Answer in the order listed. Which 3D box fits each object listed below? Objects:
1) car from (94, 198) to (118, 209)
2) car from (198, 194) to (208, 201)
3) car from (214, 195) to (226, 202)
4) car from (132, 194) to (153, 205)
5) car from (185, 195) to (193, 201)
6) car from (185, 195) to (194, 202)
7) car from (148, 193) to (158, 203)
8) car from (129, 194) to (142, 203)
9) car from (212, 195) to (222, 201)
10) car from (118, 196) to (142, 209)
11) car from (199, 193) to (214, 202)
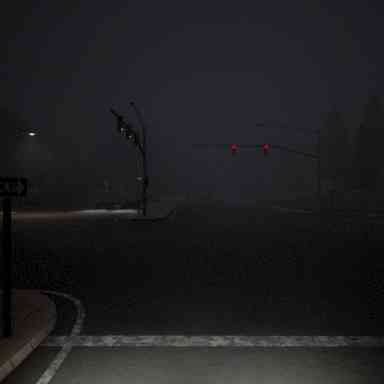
[{"bbox_3d":[-11.762,1.601,44.990,1.895,1.301,4.718,0,0,-1],"label":"car"},{"bbox_3d":[2.749,1.319,83.541,2.097,1.767,4.553,0,0,-1],"label":"car"},{"bbox_3d":[6.403,1.524,73.534,1.812,1.442,4.674,0,0,-1],"label":"car"},{"bbox_3d":[-8.423,1.547,56.359,2.033,1.411,5.357,0,0,-1],"label":"car"},{"bbox_3d":[-0.750,1.505,83.492,1.994,1.385,4.181,0,0,-1],"label":"car"},{"bbox_3d":[-0.590,1.478,73.054,1.882,1.535,5.008,0,0,-1],"label":"car"},{"bbox_3d":[-8.568,1.225,71.551,2.150,2.045,5.566,0,0,-1],"label":"car"},{"bbox_3d":[-12.057,1.355,70.787,2.097,1.767,4.553,0,0,-1],"label":"car"},{"bbox_3d":[6.249,1.482,83.610,2.128,1.511,4.902,0,0,-1],"label":"car"},{"bbox_3d":[-8.263,1.601,45.120,1.895,1.301,4.718,0,0,-1],"label":"car"},{"bbox_3d":[2.911,1.225,73.019,2.150,2.045,5.566,0,0,-1],"label":"car"}]
